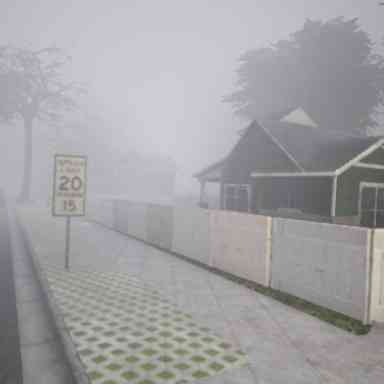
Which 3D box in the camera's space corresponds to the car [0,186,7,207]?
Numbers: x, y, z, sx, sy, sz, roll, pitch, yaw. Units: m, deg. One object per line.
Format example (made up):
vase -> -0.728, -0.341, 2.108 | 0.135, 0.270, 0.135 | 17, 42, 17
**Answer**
car -> -20.080, 0.399, 33.466 | 2.150, 2.045, 5.566 | 2, 0, -29
